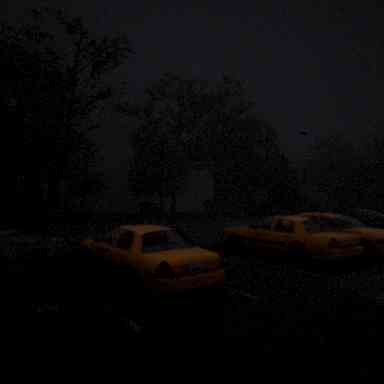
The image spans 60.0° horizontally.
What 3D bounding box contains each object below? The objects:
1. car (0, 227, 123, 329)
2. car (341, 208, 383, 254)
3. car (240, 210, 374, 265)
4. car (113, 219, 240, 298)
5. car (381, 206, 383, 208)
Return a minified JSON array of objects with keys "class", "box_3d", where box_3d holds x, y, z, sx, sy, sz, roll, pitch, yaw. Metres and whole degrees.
[{"class":"car","box_3d":[-3.533,1.484,6.917,2.231,1.521,4.892,0,0,-35]},{"class":"car","box_3d":[5.612,1.511,13.214,1.946,1.575,5.366,0,0,-35]},{"class":"car","box_3d":[3.237,1.500,11.977,1.946,1.575,5.366,0,0,-35]},{"class":"car","box_3d":[-1.384,1.485,8.684,1.946,1.575,5.366,0,0,-35]},{"class":"car","box_3d":[7.755,1.533,14.976,2.231,1.521,4.892,0,0,-35]}]
